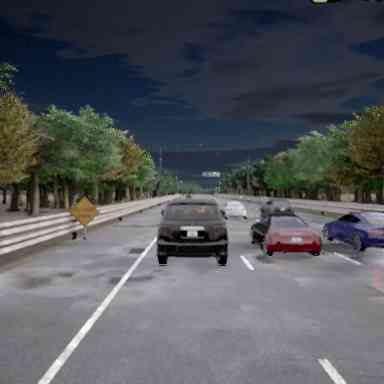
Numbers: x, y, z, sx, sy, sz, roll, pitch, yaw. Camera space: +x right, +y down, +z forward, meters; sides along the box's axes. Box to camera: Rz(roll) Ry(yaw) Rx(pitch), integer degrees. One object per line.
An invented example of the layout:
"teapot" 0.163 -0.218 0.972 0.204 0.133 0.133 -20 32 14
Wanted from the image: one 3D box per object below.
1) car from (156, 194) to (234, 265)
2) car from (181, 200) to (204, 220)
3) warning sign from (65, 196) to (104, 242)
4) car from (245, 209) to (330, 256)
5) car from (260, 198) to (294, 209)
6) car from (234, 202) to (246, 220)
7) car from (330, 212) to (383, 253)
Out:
"car" 0.034 1.231 11.831 2.150 2.045 5.566 0 0 1
"car" 0.062 1.497 29.175 1.882 1.535 5.008 0 0 0
"warning sign" -4.546 1.125 14.119 1.300 1.860 1.060 0 0 0
"car" 3.553 1.574 13.251 1.994 1.385 4.181 0 0 0
"car" 7.050 1.370 27.858 2.097 1.767 4.553 0 0 1
"car" 3.556 1.545 28.627 1.812 1.442 4.674 0 0 0
"car" 7.050 1.534 13.677 1.812 1.442 4.674 0 0 0
